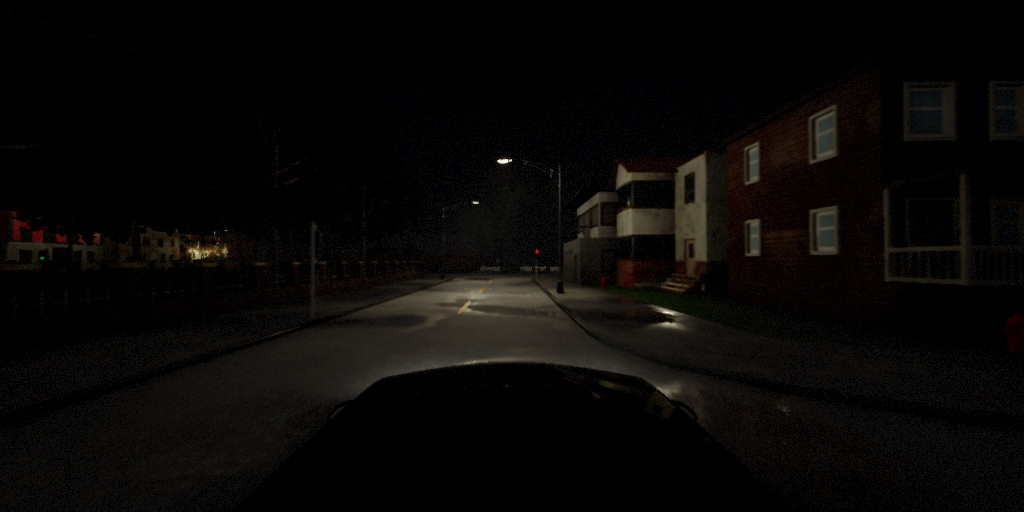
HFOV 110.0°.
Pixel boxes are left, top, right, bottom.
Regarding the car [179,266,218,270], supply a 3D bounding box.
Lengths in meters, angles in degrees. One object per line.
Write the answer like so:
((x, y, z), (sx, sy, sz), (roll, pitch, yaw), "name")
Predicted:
((-41.323, 1.916, 47.056), (4.718, 1.301, 1.895), (0, -1, 0), "car")
